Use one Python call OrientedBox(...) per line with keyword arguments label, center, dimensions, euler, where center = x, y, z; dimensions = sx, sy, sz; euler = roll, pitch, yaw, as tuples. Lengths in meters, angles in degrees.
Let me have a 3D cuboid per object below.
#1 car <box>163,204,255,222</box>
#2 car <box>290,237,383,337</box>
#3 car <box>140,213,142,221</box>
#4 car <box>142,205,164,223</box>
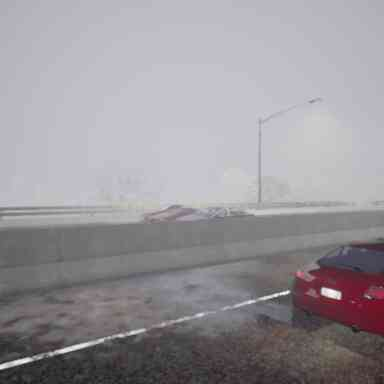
OrientedBox(label="car", center=(1.274, 1.552, 17.742), dimensions=(4.902, 1.511, 2.128), euler=(0, 0, -35))
OrientedBox(label="car", center=(3.858, 1.602, 6.472), dimensions=(4.181, 1.385, 1.994), euler=(0, 0, -35))
OrientedBox(label="car", center=(-1.533, 1.592, 24.337), dimensions=(4.674, 1.442, 1.812), euler=(0, 0, -35))
OrientedBox(label="car", center=(-0.617, 1.624, 20.689), dimensions=(4.181, 1.385, 1.994), euler=(0, 0, -35))
